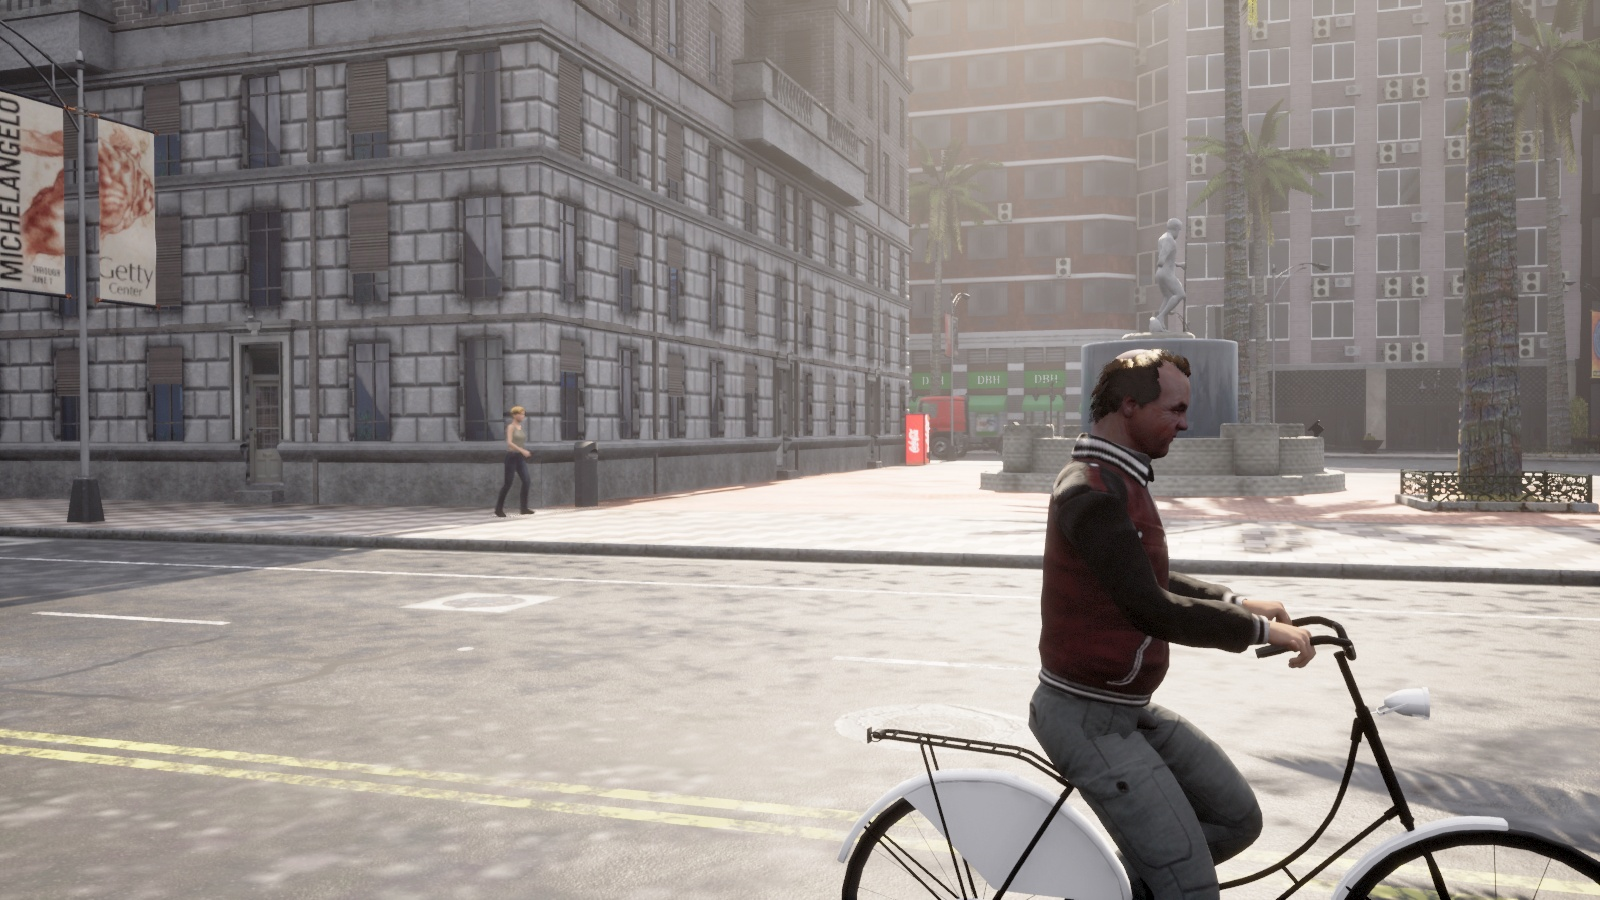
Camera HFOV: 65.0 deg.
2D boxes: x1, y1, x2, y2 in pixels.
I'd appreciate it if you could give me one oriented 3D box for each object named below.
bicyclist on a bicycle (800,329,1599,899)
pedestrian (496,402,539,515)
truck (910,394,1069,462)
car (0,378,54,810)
[{"bbox_3d":[0.978,0.655,2.875,1.843,1.776,0.659,0,1,19],"label":"bicyclist on a bicycle"},{"bbox_3d":[-4.638,0.136,20.615,0.594,1.836,0.345,1,1,24],"label":"pedestrian"},{"bbox_3d":[10.128,-1.198,67.488,7.936,3.462,2.891,1,1,29],"label":"truck"},{"bbox_3d":[-5.684,0.582,5.087,4.553,1.767,2.097,1,1,18],"label":"car"}]
